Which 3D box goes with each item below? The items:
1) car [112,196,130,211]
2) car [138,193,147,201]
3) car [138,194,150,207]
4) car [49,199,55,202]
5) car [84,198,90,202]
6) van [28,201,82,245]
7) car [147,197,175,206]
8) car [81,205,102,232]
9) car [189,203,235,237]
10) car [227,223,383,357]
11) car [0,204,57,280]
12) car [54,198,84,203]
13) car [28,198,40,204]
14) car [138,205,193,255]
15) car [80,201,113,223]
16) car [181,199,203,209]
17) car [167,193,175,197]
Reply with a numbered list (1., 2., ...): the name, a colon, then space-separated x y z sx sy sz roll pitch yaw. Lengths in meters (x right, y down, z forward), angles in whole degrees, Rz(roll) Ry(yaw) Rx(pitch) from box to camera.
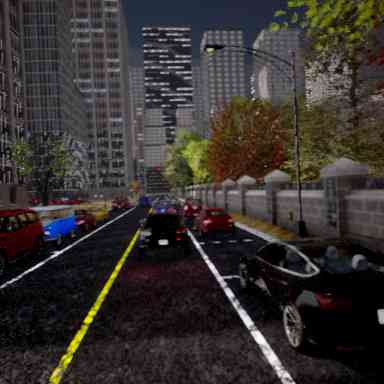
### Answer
1. car: -9.282 1.494 43.856 2.192 1.841 5.009 -3 0 -5
2. car: -13.708 1.395 92.711 2.192 1.841 5.009 -3 0 -5
3. car: -7.634 1.515 54.149 1.882 1.535 5.008 -3 0 -5
4. car: -29.669 2.161 71.468 4.097 1.590 1.967 -2 0 -4
5. car: -24.158 1.961 71.855 4.097 1.590 1.967 -2 0 -4
6. van: -6.926 1.575 16.253 1.690 1.788 3.998 -3 0 -5
7. car: -2.539 1.494 29.209 2.033 1.411 5.357 -3 0 -5
8. car: -7.414 1.806 21.772 1.802 1.307 4.206 -3 0 -5
9. car: 1.077 1.430 16.886 1.802 1.307 4.206 -3 0 -5
10. car: 2.078 1.432 5.831 1.947 1.339 4.313 -3 0 -5
11. car: -6.427 1.558 10.734 2.192 1.841 5.009 -3 0 -5
12. car: -23.586 2.123 63.994 4.206 1.307 1.802 -2 0 -4
13. car: -35.183 2.235 71.082 5.009 1.841 2.192 -2 0 -4
14. car: -1.142 1.501 13.366 1.812 1.442 4.674 -3 0 -5
15. car: -7.901 1.740 27.121 1.752 1.417 4.829 -3 0 -5
16. car: 0.069 1.269 27.939 1.967 1.590 4.097 -3 0 -5
17. car: -5.357 1.264 87.890 2.008 1.369 4.403 -3 0 -5
